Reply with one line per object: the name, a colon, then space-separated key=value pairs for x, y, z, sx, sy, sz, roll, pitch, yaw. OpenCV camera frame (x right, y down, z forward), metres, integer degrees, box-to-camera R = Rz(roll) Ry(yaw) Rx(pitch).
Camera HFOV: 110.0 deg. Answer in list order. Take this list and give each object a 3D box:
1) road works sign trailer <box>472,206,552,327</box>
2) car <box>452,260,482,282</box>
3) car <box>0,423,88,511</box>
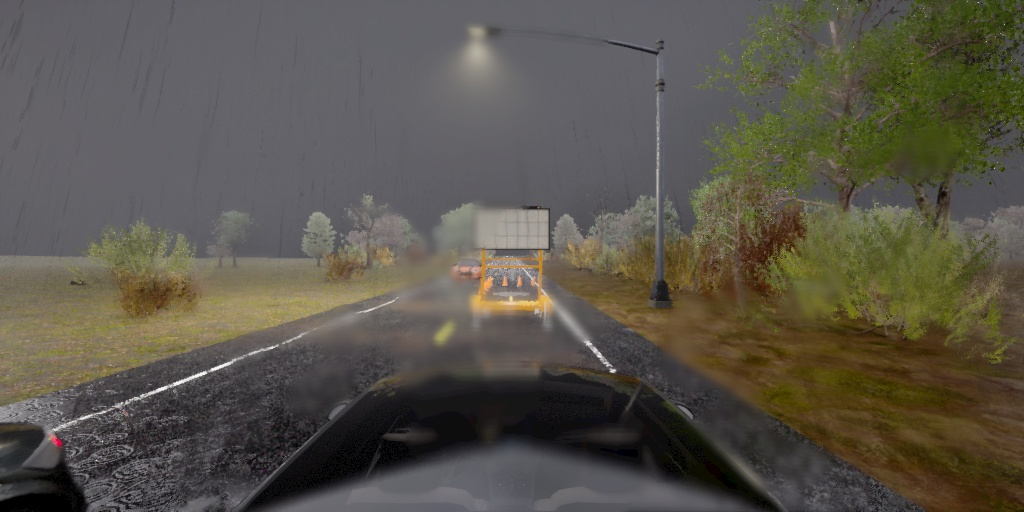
road works sign trailer: x=0.006 y=0.214 z=11.511 sx=2.380 sy=3.560 sz=2.880 roll=0 pitch=0 yaw=0
car: x=-3.484 y=1.092 z=28.905 sx=2.097 sy=1.767 sz=4.553 roll=0 pitch=0 yaw=0
car: x=-3.602 y=1.314 z=0.393 sx=1.994 sy=1.385 sz=4.181 roll=0 pitch=0 yaw=0
